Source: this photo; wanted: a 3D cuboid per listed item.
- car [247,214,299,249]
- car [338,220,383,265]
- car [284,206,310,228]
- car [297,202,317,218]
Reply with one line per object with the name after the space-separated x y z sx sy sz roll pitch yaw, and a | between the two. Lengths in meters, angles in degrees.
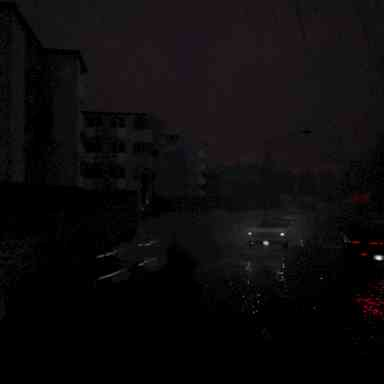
4.157 2.037 17.032 1.895 1.301 4.718 -1 -2 22 | car
6.722 1.808 12.558 1.837 1.490 4.892 -1 -1 22 | car
8.951 2.247 28.812 1.812 1.442 4.674 -1 -2 22 | car
15.363 2.312 44.403 2.150 2.045 5.566 -1 -2 22 | car
